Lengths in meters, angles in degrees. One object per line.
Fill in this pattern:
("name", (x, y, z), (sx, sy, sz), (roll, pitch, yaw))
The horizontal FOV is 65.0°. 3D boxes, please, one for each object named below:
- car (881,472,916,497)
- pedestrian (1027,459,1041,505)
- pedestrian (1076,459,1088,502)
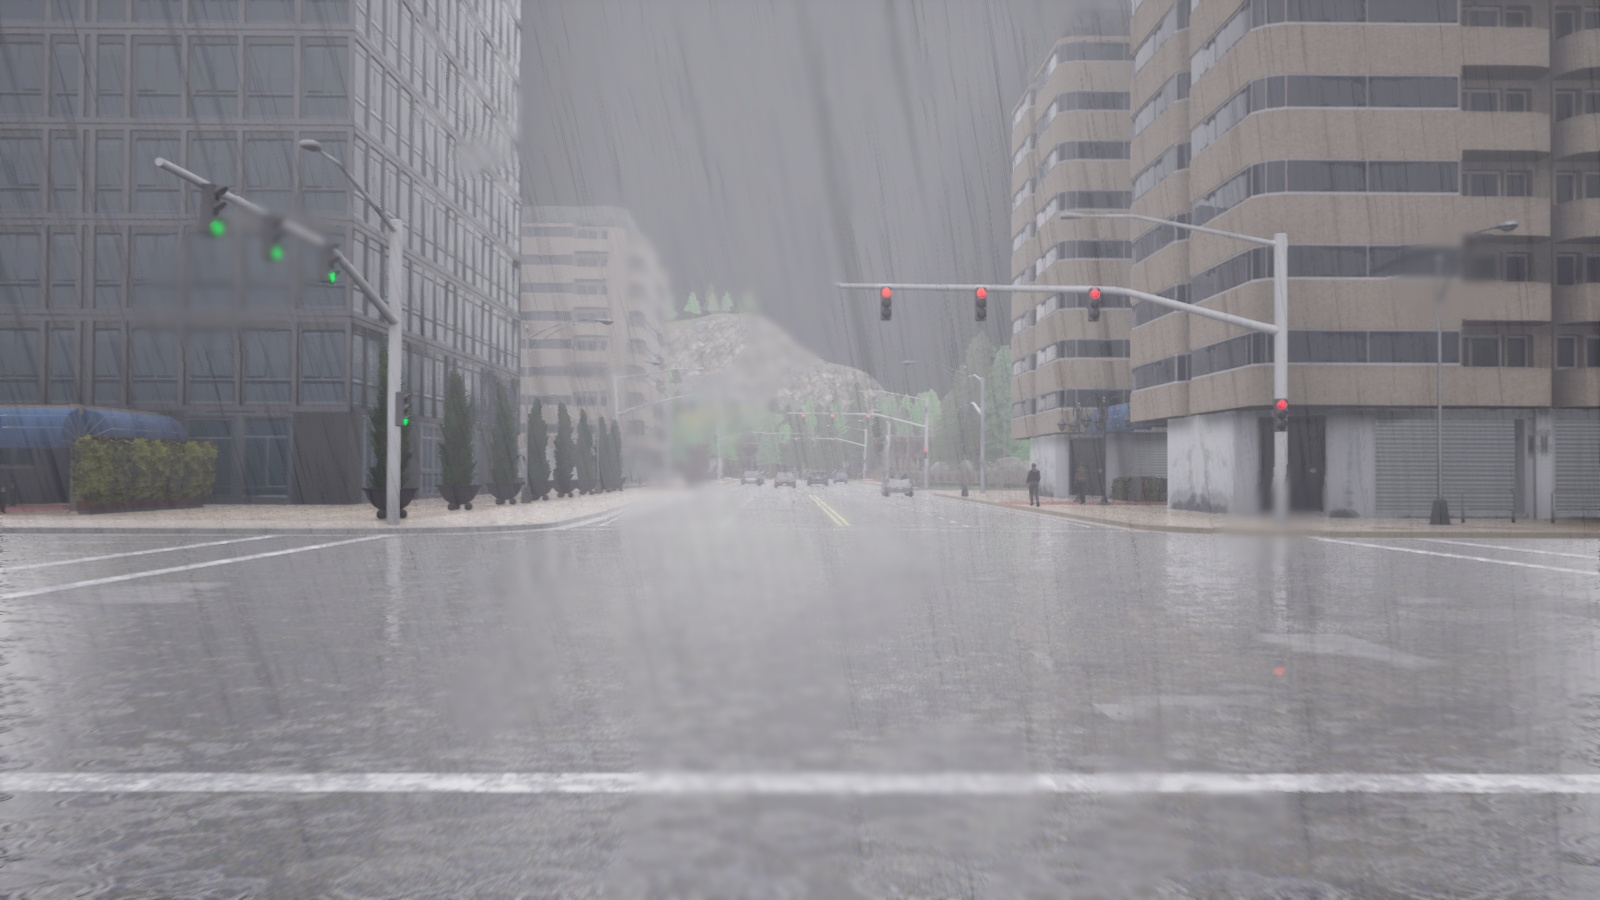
("car", (6.115, 2.114, 78.218), (1.845, 1.501, 3.633), (0, -1, -1))
("pedestrian", (9.572, 1.296, 51.406), (0.376, 1.854, 0.720), (0, -1, -6))
("pedestrian", (12.310, 1.320, 54.782), (0.331, 1.846, 0.634), (0, -1, -3))
